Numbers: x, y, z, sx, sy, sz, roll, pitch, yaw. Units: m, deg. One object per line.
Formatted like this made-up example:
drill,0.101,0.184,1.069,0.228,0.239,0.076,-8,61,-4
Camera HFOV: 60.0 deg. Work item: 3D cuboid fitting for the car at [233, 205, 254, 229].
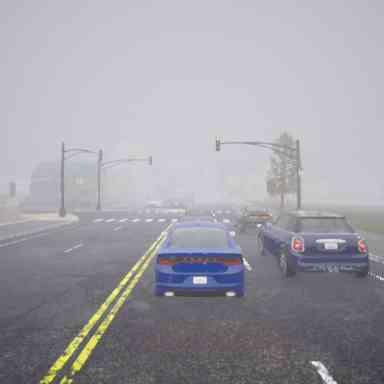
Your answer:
car,3.613,1.520,19.873,1.837,1.490,4.892,0,0,1

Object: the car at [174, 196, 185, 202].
car,-2.879,1.699,80.292,2.033,1.411,5.357,0,0,5

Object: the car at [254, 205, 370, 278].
car,3.443,1.357,10.295,2.097,1.767,4.553,0,0,1

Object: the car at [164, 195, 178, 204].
car,-4.135,1.473,65.121,2.097,1.767,4.553,0,0,5

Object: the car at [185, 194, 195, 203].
car,-0.547,1.353,69.115,2.150,2.045,5.566,0,0,4

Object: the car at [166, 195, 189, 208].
car,-2.006,1.562,47.950,2.128,1.511,4.902,0,0,3

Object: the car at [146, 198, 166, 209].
car,-5.268,1.600,48.010,1.812,1.442,4.674,0,0,4

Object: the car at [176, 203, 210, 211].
car,0.322,1.562,18.441,2.033,1.411,5.357,0,0,1

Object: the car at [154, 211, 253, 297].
car,0.167,1.483,8.628,1.882,1.535,5.008,0,0,0
